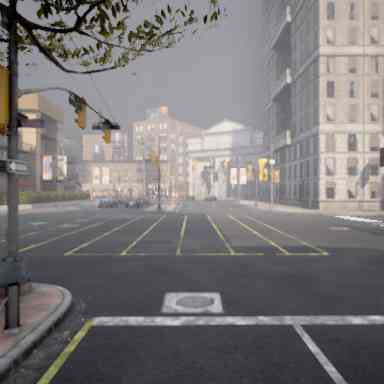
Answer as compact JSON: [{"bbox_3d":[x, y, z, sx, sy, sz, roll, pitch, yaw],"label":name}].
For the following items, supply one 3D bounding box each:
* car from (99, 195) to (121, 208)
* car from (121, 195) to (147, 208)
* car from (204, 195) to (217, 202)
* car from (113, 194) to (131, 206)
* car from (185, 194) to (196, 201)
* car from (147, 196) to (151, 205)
[{"bbox_3d":[-11.518,1.470,46.166,1.812,1.442,4.674,0,0,0],"label":"car"},{"bbox_3d":[-8.022,1.435,46.478,2.128,1.511,4.902,0,0,0],"label":"car"},{"bbox_3d":[4.177,1.376,72.774,1.994,1.385,4.181,0,0,20],"label":"car"},{"bbox_3d":[-11.527,1.285,55.182,2.097,1.767,4.553,0,0,0],"label":"car"},{"bbox_3d":[-0.393,1.252,72.746,2.128,1.511,4.902,0,0,-8],"label":"car"},{"bbox_3d":[-8.027,1.436,55.854,1.837,1.490,4.892,0,0,0],"label":"car"}]
